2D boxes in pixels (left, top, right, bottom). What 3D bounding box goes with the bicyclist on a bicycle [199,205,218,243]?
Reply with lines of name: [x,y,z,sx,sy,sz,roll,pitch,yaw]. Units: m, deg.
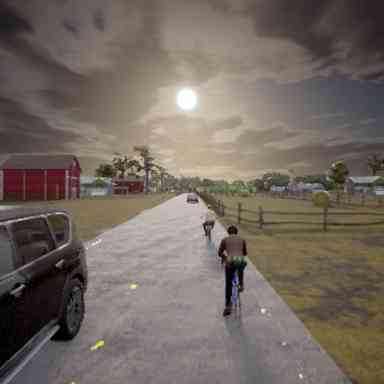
bicyclist on a bicycle: [0.762,1.376,14.872,0.866,1.612,1.509,0,0,0]

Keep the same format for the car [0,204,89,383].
car: [-2.850,1.218,3.575,2.150,2.045,5.566,0,0,0]

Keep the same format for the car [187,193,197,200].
car: [-0.005,0.912,73.876,2.033,1.411,5.357,0,0,0]

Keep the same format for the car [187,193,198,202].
car: [0.093,1.059,59.895,1.994,1.385,4.181,0,1,0]

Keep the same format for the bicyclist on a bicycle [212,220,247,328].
bicyclist on a bicycle: [0.756,1.444,6.042,0.582,1.620,1.656,0,0,0]
